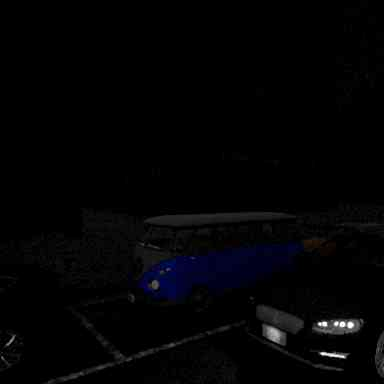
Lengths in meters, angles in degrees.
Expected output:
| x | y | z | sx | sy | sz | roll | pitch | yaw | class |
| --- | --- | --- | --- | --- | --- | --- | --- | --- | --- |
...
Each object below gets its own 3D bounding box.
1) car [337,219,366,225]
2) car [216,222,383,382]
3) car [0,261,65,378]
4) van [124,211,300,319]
| x | y | z | sx | sy | sz | roll | pitch | yaw | class |
| --- | --- | --- | --- | --- | --- | --- | --- | --- | --- |
| 4.917 | 1.526 | 10.158 | 4.829 | 1.417 | 1.752 | 0 | 0 | -35 | car |
| 3.004 | 1.491 | 5.521 | 4.902 | 1.511 | 2.128 | 0 | 0 | -35 | car |
| -3.799 | 1.566 | 3.942 | 4.313 | 1.339 | 1.947 | 0 | 0 | -35 | car |
| 0.628 | 1.341 | 7.100 | 3.998 | 1.788 | 1.690 | 0 | 0 | -35 | van |
